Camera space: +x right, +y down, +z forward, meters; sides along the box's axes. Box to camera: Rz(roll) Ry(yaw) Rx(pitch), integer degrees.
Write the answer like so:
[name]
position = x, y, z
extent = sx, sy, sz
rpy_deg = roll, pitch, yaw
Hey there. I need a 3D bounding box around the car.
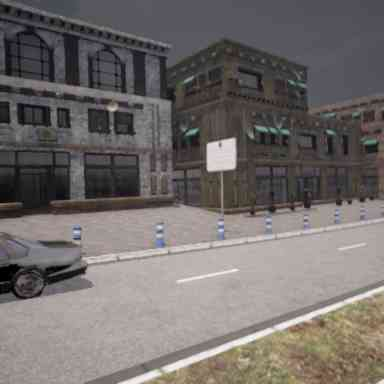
[car]
position = -4.995, 1.559, 6.888
extent = 5.357, 1.411, 2.033
rpy_deg = 0, 0, -36
